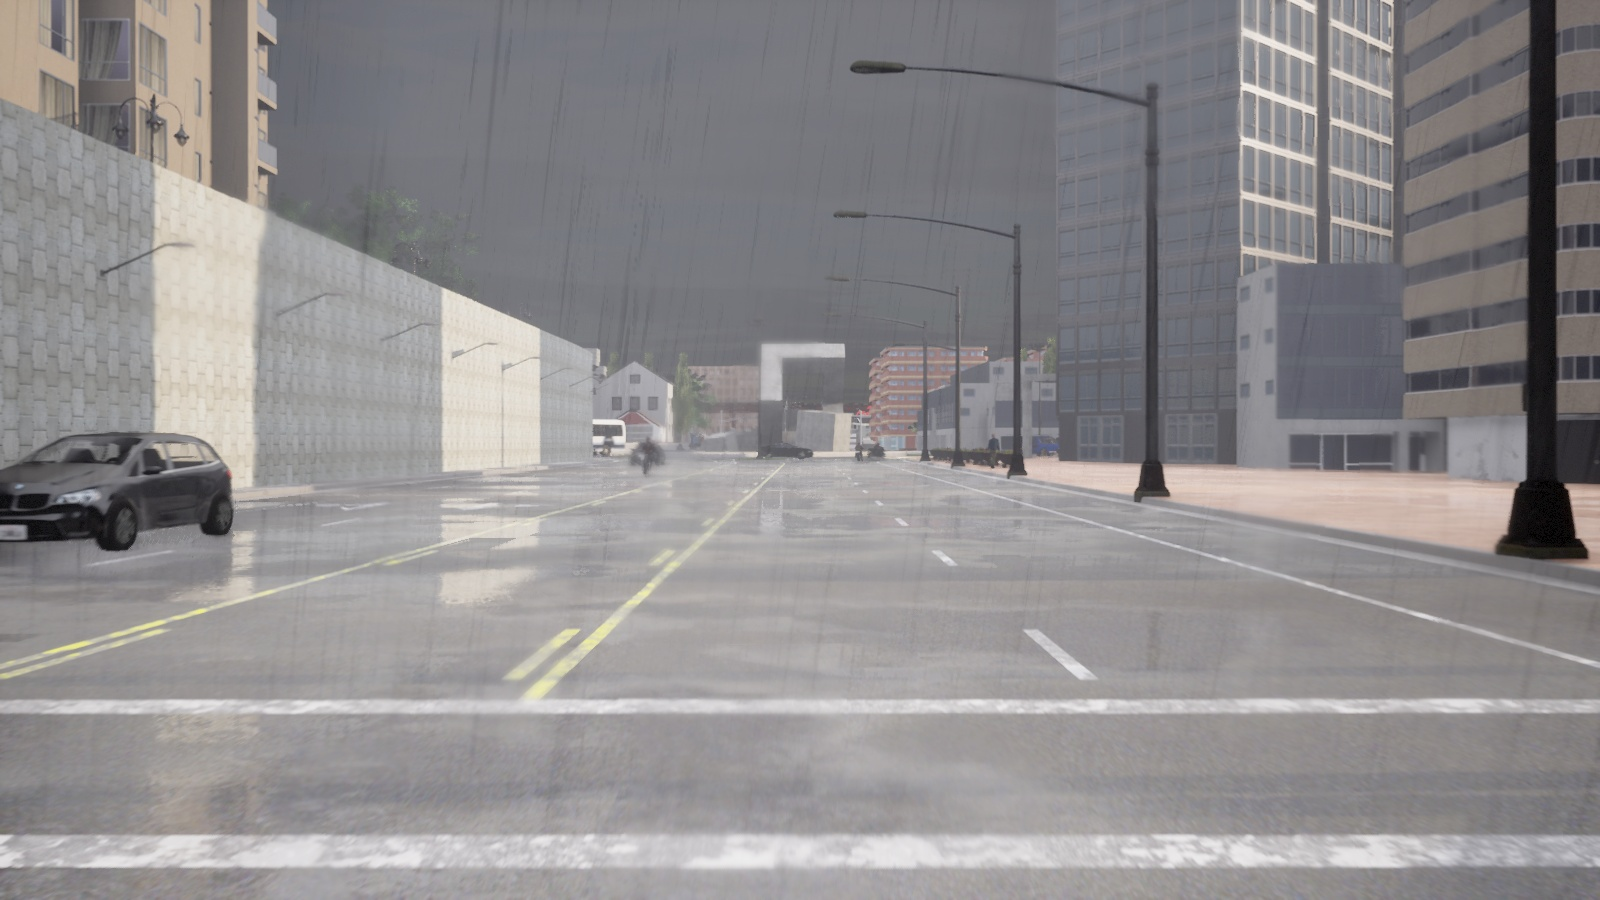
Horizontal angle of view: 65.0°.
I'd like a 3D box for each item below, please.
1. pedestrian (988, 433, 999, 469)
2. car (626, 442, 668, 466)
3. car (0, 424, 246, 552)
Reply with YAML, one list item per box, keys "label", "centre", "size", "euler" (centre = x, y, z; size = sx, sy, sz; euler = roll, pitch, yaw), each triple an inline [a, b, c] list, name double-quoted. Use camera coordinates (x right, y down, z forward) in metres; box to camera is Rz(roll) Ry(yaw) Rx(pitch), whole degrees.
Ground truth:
- label: "pedestrian"
  centre: [9.800, 0.051, 63.690]
  size: [0.402, 1.842, 0.726]
  euler: [0, 0, -4]
- label: "car"
  centre: [-10.011, 0.229, 82.605]
  size: [2.128, 1.511, 4.902]
  euler: [0, 0, 0]
- label: "car"
  centre: [-10.379, 0.477, 18.660]
  size: [2.242, 1.667, 4.611]
  euler: [0, 0, 0]
